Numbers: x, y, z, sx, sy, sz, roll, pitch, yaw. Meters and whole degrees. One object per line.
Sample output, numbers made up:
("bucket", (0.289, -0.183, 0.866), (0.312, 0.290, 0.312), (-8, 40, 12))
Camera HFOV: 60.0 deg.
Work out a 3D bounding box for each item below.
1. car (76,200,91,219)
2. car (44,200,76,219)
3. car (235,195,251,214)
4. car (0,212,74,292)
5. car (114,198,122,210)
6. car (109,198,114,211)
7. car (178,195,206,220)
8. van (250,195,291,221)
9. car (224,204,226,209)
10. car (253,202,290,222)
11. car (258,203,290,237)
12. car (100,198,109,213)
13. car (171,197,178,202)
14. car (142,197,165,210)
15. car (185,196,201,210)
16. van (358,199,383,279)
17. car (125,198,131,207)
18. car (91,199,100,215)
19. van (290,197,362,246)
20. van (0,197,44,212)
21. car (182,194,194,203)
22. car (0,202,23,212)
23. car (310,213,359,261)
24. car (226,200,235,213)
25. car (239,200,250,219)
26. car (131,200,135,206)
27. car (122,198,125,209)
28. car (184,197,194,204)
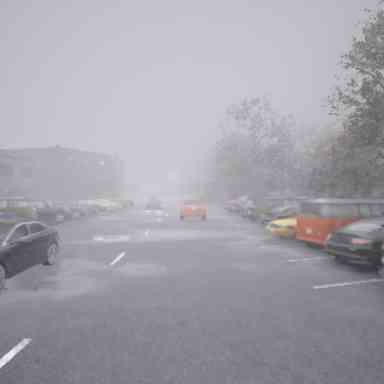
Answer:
("car", (-11.419, 1.535, 28.160), (4.892, 1.521, 2.231), (-1, 0, -20))
("car", (-11.445, 1.399, 25.220), (4.553, 1.767, 2.185), (-1, 0, -20))
("car", (6.375, 1.407, 28.146), (4.553, 1.767, 2.185), (1, -1, -20))
("car", (-5.095, 1.493, 8.653), (2.128, 1.511, 4.902), (0, 0, 0))
("car", (-11.583, 1.576, 39.827), (5.366, 1.575, 1.946), (-1, 0, -20))
("car", (-11.414, 1.607, 36.962), (4.674, 1.452, 2.002), (-1, 0, -20))
("car", (0.100, 1.403, 29.163), (2.097, 1.767, 4.553), (0, 0, 0))
("van", (6.509, 1.290, 22.314), (4.442, 1.987, 1.878), (1, 0, -20))
("car", (6.380, 1.314, 36.976), (5.566, 2.045, 2.435), (1, 0, -20))
("car", (6.393, 1.506, 19.323), (4.892, 1.521, 2.231), (1, 0, -20))
("car", (6.226, 1.494, 16.313), (5.366, 1.575, 1.946), (1, 0, -20))
("car", (-11.422, 1.557, 34.032), (4.892, 1.521, 2.231), (-1, 0, -20))
("car", (-3.459, 2.106, 92.511), (2.231, 1.521, 4.892), (0, -1, -18))
("car", (-5.022, 1.615, 44.349), (1.837, 1.490, 4.892), (0, -1, 1))
("car", (0.214, 1.463, 45.244), (2.097, 1.767, 4.553), (0, 0, 2))
("van", (6.295, 1.260, 7.501), (4.442, 1.987, 1.878), (1, 0, -20))
("car", (-11.418, 1.600, 45.764), (4.892, 1.521, 2.231), (-1, -1, -20))
("car", (-11.384, 1.574, 31.106), (4.792, 1.488, 2.163), (-1, -1, -20))
("van", (6.511, 1.270, 13.477), (4.442, 1.987, 1.878), (1, 0, -20))
("van", (-11.309, 1.279, 19.404), (4.442, 1.987, 1.878), (-1, 0, -20))
("car", (-1.006, 1.646, 81.352), (2.435, 2.045, 5.566), (0, -1, -7))
("car", (-11.407, 1.499, 16.425), (5.008, 1.535, 2.097), (-1, 0, -20))
("car", (6.395, 1.529, 10.494), (4.674, 1.452, 2.002), (1, 0, -20))
("car", (6.428, 1.585, 34.058), (4.792, 1.488, 2.163), (1, -1, -20))
("car", (6.428, 1.553, 25.223), (4.792, 1.488, 2.163), (1, 0, -20))
("car", (-11.407, 1.622, 51.627), (4.892, 1.521, 2.231), (-1, 0, -20))
("car", (-11.413, 1.628, 42.831), (4.674, 1.452, 2.002), (-1, 0, -20))
("car", (-0.645, 1.805, 75.365), (2.097, 1.535, 5.008), (0, -1, -1))
